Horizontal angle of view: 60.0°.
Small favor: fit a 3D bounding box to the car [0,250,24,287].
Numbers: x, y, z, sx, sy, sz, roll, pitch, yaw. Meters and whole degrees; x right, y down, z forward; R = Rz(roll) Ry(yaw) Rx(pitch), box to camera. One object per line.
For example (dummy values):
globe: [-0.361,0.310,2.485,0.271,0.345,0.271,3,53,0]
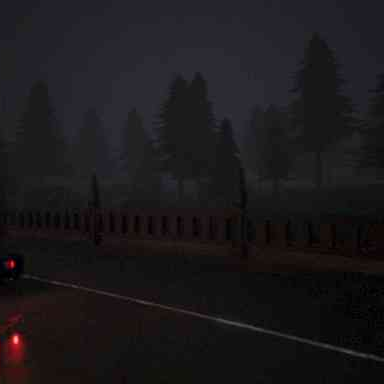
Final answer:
car: [-6.233,1.655,7.938,4.718,1.301,1.895,-1,0,31]
